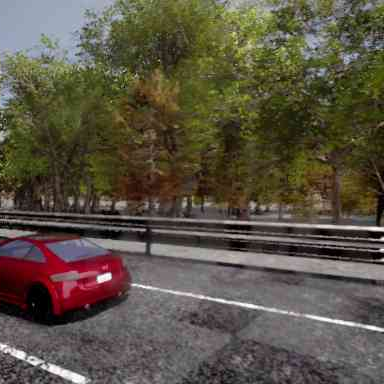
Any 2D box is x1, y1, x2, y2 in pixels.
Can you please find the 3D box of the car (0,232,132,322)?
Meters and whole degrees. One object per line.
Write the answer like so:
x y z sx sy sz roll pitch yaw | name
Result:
-3.354 1.596 7.308 4.181 1.385 1.994 0 0 31 | car
